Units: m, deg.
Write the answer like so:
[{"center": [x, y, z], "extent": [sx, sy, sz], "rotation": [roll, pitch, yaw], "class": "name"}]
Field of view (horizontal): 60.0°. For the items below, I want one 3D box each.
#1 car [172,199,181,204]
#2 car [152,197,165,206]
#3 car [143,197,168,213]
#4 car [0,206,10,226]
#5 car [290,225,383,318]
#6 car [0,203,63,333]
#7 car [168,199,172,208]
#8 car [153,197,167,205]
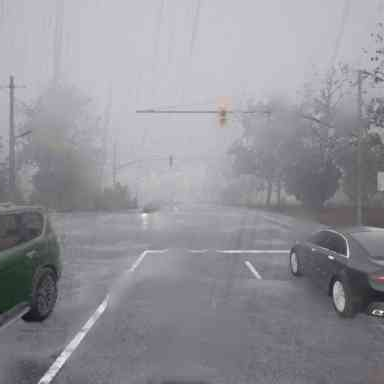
[{"center": [-4.376, 2.429, 83.133], "extent": [1.895, 1.301, 4.718], "rotation": [0, -1, -22], "class": "car"}, {"center": [-6.819, 1.879, 67.285], "extent": [2.097, 1.767, 4.553], "rotation": [0, -2, -12], "class": "car"}, {"center": [-4.256, 1.530, 37.548], "extent": [1.837, 1.490, 4.892], "rotation": [0, 0, 4], "class": "car"}, {"center": [-15.476, 1.674, 23.002], "extent": [4.718, 1.301, 1.895], "rotation": [-1, 0, -3], "class": "car"}, {"center": [3.598, 1.505, 7.400], "extent": [1.837, 1.490, 4.892], "rotation": [0, 0, 1], "class": "car"}, {"center": [-3.596, 1.219, 4.284], "extent": [2.150, 2.045, 5.566], "rotation": [0, 0, 0], "class": "car"}, {"center": [-4.657, 1.549, 52.139], "extent": [2.097, 1.767, 4.553], "rotation": [0, -1, -6], "class": "car"}, {"center": [-8.062, 2.215, 82.959], "extent": [2.097, 1.767, 4.553], "rotation": [0, -1, -25], "class": "car"}]
